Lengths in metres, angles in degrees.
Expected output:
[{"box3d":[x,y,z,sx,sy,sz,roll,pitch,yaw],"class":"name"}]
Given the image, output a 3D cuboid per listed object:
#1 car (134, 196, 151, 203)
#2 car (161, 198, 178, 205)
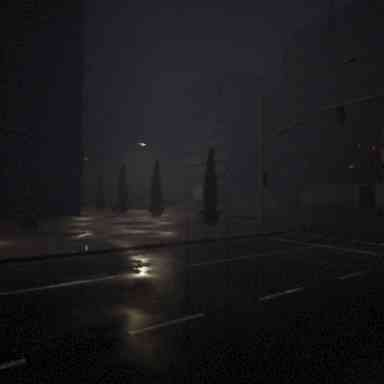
[{"box3d":[-10.248,1.602,70.000,2.033,1.411,5.357,0,0,-35],"class":"car"},{"box3d":[-4.518,1.757,61.877,1.895,1.301,4.718,0,0,-35],"class":"car"}]
